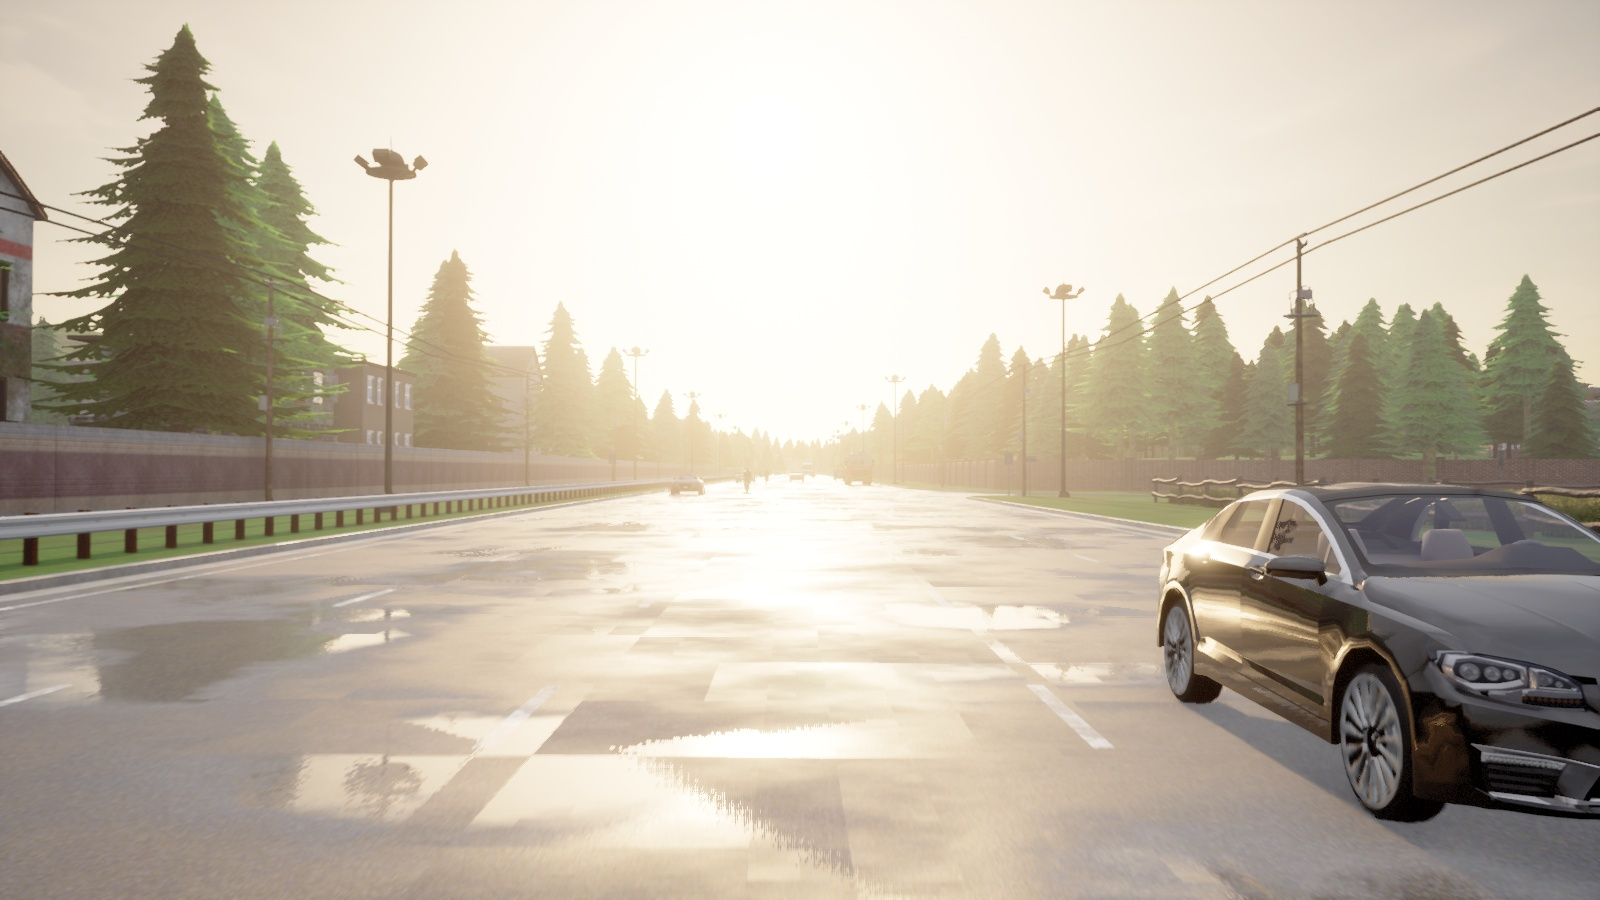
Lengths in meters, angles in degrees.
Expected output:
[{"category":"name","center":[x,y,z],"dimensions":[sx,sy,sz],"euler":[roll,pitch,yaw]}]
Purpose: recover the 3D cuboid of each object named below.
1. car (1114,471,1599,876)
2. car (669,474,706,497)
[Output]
[{"category":"car","center":[3.482,0.877,7.165],"dimensions":[2.128,1.511,4.902],"euler":[0,-1,0]},{"category":"car","center":[-7.194,2.261,80.843],"dimensions":[1.994,1.385,4.181],"euler":[0,-1,0]}]
